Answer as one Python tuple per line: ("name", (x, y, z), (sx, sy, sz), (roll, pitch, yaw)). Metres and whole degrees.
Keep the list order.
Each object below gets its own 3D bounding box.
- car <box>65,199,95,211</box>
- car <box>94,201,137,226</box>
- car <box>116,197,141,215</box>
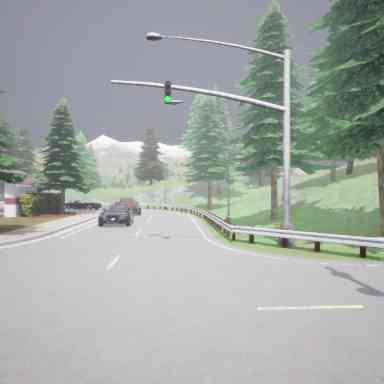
("car", (-13.303, 1.546, 39.993), (4.718, 1.301, 1.895), (0, 0, 12))
("car", (-5.113, 1.529, 22.816), (1.994, 1.385, 4.181), (0, 0, -5))
("car", (-6.387, 1.304, 32.559), (2.097, 1.767, 4.553), (0, 0, -22))
